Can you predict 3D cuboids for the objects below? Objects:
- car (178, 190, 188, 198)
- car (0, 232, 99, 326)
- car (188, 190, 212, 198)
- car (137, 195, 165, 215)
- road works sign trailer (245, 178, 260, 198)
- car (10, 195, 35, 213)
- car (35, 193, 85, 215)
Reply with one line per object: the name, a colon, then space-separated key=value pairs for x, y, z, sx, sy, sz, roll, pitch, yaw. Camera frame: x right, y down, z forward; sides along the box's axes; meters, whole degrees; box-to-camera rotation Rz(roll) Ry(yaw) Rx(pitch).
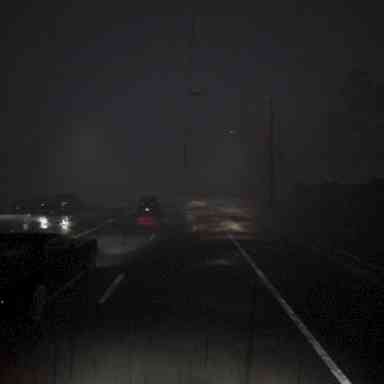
car: x=-0.767 y=0.316 z=68.387 sx=1.882 sy=1.535 sz=5.008 roll=0 pitch=1 yaw=37
car: x=-3.407 y=1.484 z=6.821 sx=1.895 sy=1.301 sz=4.718 roll=0 pitch=1 yaw=0
car: x=2.093 y=0.336 z=66.355 sx=2.128 sy=1.511 sz=4.902 roll=0 pitch=1 yaw=38
car: x=-3.401 y=1.030 z=27.795 sx=1.837 sy=1.490 sz=4.892 roll=0 pitch=1 yaw=0
road works sign trailer: x=11.663 y=-0.783 z=61.881 sx=2.880 sy=3.560 sz=2.380 roll=-2 pitch=1 yaw=-43
car: x=-13.955 y=0.991 z=29.210 sx=2.128 sy=1.511 sz=4.902 roll=0 pitch=1 yaw=2
car: x=-10.500 y=0.885 z=27.265 sx=2.097 sy=1.767 sz=4.553 roll=0 pitch=1 yaw=1
